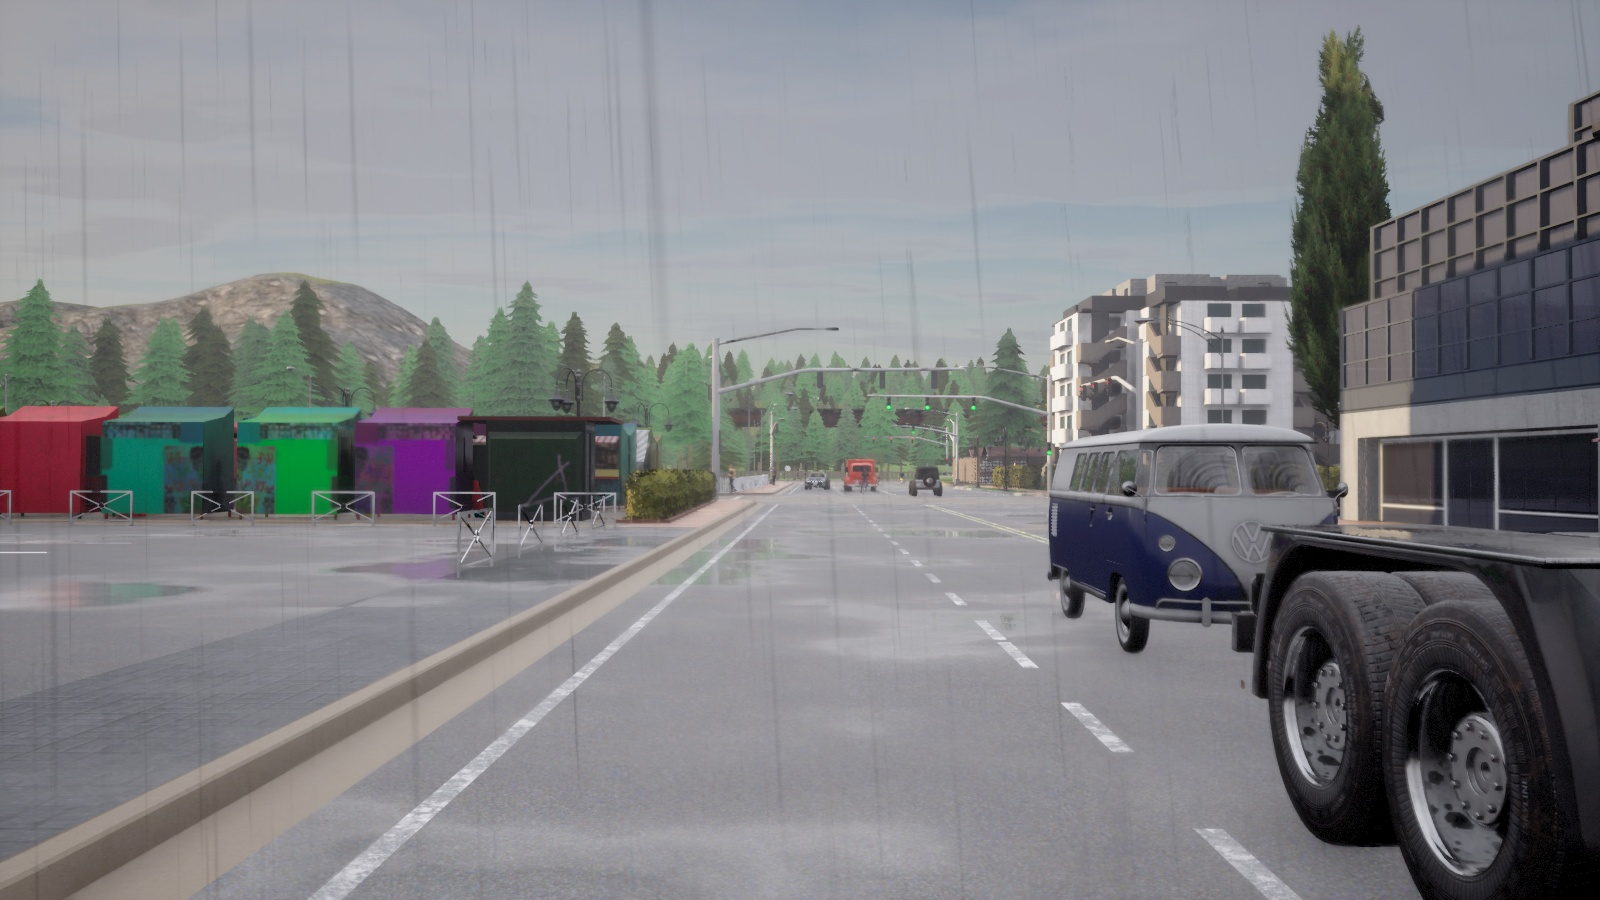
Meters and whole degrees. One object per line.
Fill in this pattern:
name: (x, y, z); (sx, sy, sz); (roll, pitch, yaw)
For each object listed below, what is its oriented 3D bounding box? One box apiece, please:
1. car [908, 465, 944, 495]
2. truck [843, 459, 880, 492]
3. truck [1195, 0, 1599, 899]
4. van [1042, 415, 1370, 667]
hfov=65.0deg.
car: (8.003, 1.920, 80.086); (1.905, 1.878, 3.866); (0, -1, 1)
truck: (4.721, 1.936, 97.141); (2.627, 2.467, 5.204); (0, -1, 1)
truck: (3.522, -0.137, 2.678); (2.891, 3.462, 7.936); (0, -1, 1)
van: (3.632, 0.756, 12.149); (1.775, 1.987, 4.442); (0, -1, 1)
